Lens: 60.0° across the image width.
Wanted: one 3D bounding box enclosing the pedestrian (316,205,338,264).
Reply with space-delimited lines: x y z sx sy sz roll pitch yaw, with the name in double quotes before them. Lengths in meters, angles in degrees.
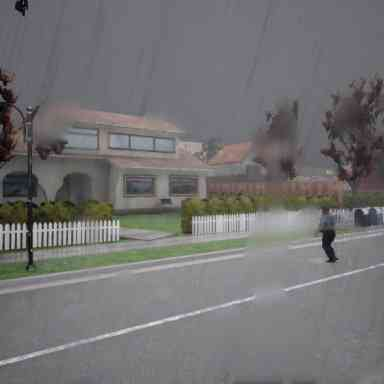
"pedestrian" 4.269 1.293 10.450 0.375 1.860 0.375 0 0 -35
